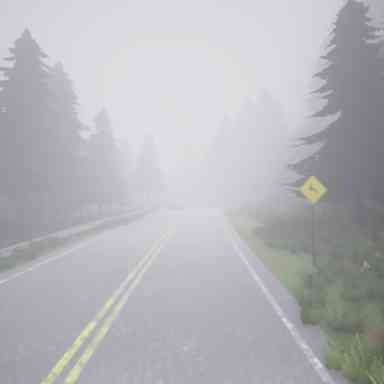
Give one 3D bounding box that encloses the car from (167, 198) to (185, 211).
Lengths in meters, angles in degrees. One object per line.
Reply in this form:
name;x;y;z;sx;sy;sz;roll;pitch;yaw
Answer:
car;-1.921;1.500;40.624;1.812;1.442;4.674;0;0;1
